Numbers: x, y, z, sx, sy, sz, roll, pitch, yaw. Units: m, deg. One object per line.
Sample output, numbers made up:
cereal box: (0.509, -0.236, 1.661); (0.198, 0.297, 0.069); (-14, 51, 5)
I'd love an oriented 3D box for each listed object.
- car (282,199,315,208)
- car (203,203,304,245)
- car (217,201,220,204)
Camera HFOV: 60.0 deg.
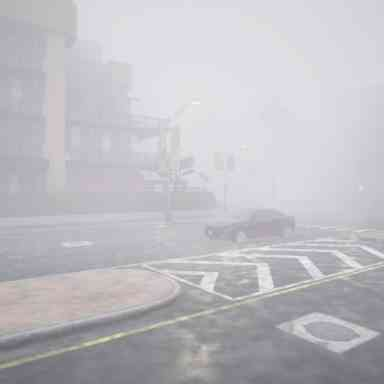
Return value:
car: (15.357, 1.601, 48.338); (1.895, 1.301, 4.718); (0, 0, -35)
car: (2.825, 1.477, 15.810); (5.008, 1.535, 1.882); (0, 0, -35)
car: (2.118, 1.491, 48.623); (2.128, 1.511, 4.902); (0, 0, -35)
